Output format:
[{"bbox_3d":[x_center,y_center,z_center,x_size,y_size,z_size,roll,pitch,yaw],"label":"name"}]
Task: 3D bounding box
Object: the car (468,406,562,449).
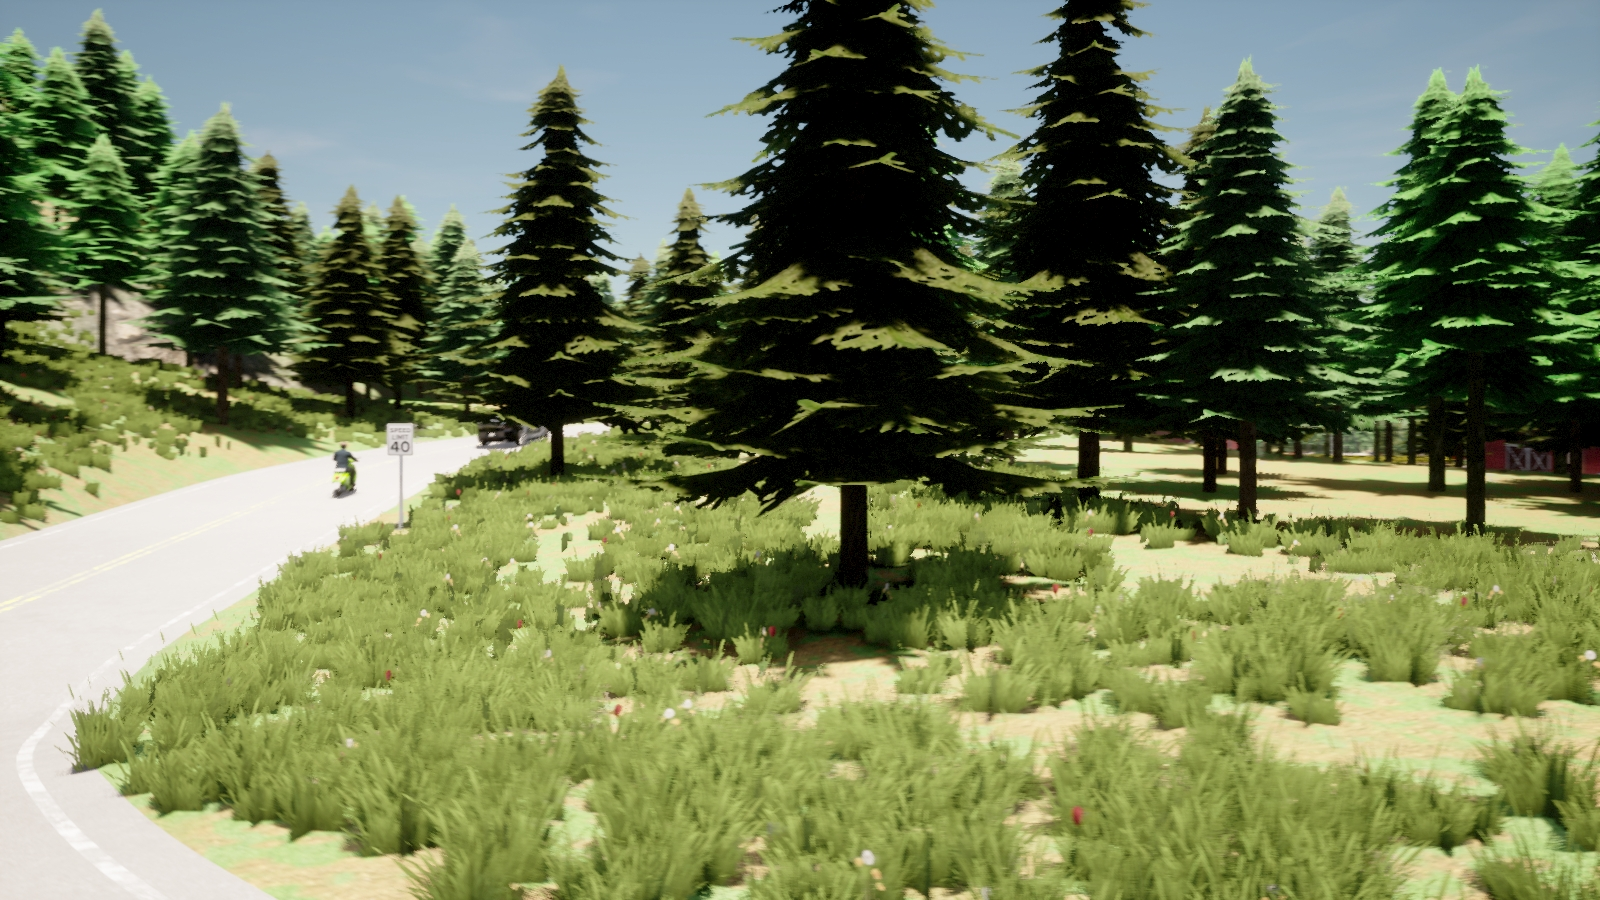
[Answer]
[{"bbox_3d":[-13.123,-1.098,53.080,2.097,1.638,5.238,0,5,12],"label":"car"}]
